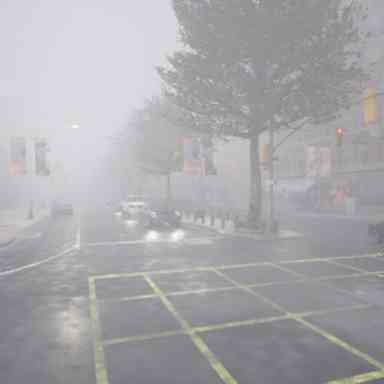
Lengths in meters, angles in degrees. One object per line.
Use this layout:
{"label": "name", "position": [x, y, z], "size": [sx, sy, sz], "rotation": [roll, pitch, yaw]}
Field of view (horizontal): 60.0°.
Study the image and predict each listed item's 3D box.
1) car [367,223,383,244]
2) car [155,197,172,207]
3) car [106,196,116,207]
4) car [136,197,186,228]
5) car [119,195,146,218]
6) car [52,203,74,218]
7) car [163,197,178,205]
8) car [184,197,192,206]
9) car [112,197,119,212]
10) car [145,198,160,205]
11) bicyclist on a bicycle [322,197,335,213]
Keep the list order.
{"label": "car", "position": [8.648, 1.612, 12.800], "size": [1.895, 1.301, 4.718], "rotation": [0, 0, 4]}
{"label": "car", "position": [-4.859, 1.669, 56.099], "size": [1.812, 1.442, 4.674], "rotation": [0, 0, -18]}
{"label": "car", "position": [-13.311, 1.513, 56.141], "size": [2.097, 1.767, 4.553], "rotation": [0, 0, -18]}
{"label": "car", "position": [-2.258, 1.412, 22.732], "size": [2.097, 1.767, 4.553], "rotation": [0, 0, -19]}
{"label": "car", "position": [-5.333, 1.310, 31.952], "size": [2.150, 2.045, 5.566], "rotation": [0, 0, -18]}
{"label": "car", "position": [-12.372, 1.700, 32.033], "size": [1.895, 1.301, 4.718], "rotation": [0, 0, -19]}
{"label": "car", "position": [-4.312, 1.728, 65.511], "size": [1.994, 1.385, 4.181], "rotation": [0, 0, -18]}
{"label": "car", "position": [-1.540, 1.616, 57.208], "size": [1.882, 1.535, 5.008], "rotation": [0, 0, -18]}
{"label": "car", "position": [-8.442, 1.643, 41.296], "size": [1.812, 1.442, 4.674], "rotation": [0, 0, -18]}
{"label": "car", "position": [-7.641, 1.770, 64.430], "size": [1.895, 1.301, 4.718], "rotation": [0, 0, -18]}
{"label": "bicyclist on a bicycle", "position": [14.261, 1.350, 34.779], "size": [1.656, 1.620, 0.582], "rotation": [0, 0, -18]}
